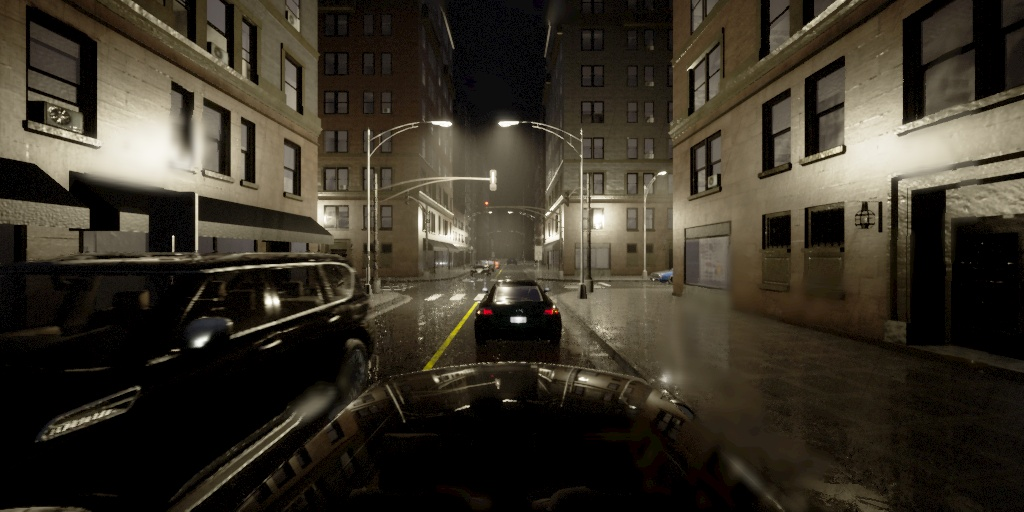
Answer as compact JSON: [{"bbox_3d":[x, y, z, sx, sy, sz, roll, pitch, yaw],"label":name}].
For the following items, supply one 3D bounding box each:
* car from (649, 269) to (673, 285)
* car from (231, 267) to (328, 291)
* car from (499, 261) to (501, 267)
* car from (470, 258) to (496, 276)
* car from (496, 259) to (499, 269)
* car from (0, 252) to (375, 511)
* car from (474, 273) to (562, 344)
[{"bbox_3d":[12.616,1.261,25.214,5.357,1.411,2.033,0,0,0],"label":"car"},{"bbox_3d":[-14.086,1.387,21.930,4.718,1.301,1.895,0,0,0],"label":"car"},{"bbox_3d":[-3.085,1.093,55.907,2.097,1.767,4.553,0,0,-1],"label":"car"},{"bbox_3d":[-3.094,1.240,36.383,2.128,1.511,4.902,0,0,0],"label":"car"},{"bbox_3d":[-3.098,1.294,46.125,2.033,1.411,5.357,0,0,0],"label":"car"},{"bbox_3d":[-3.113,0.973,3.178,2.150,2.045,5.566,0,0,0],"label":"car"},{"bbox_3d":[0.115,1.314,9.555,1.994,1.385,4.181,0,0,-1],"label":"car"}]
